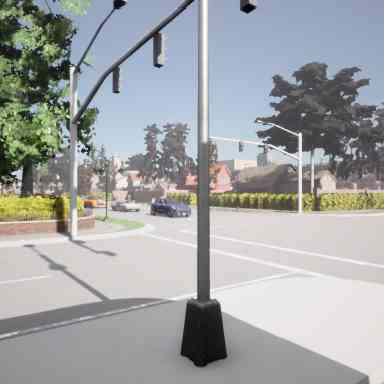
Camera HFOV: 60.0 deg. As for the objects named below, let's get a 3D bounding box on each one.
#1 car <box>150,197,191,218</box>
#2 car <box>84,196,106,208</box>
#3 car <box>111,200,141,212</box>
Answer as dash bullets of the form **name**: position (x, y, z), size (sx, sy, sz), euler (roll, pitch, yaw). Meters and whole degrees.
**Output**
- **car**: position (-2.005, 1.352, 30.831), size (2.097, 1.767, 4.553), euler (0, 0, -36)
- **car**: position (-13.631, 1.352, 46.913), size (2.097, 1.767, 4.553), euler (0, 0, -36)
- **car**: position (-7.745, 1.601, 38.770), size (1.895, 1.301, 4.718), euler (0, 0, -36)
